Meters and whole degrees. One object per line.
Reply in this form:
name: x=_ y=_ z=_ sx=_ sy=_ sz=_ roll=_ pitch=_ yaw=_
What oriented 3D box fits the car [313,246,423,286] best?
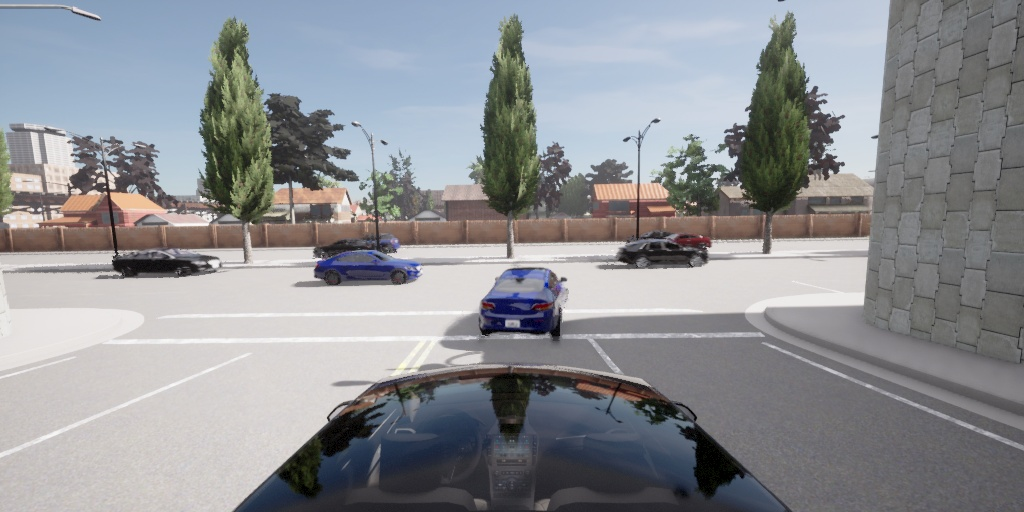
car: x=-6.438 y=0.476 z=16.215 sx=4.674 sy=1.442 sz=1.812 roll=-1 pitch=6 yaw=-1

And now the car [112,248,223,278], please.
car: x=-18.670 y=0.313 z=19.543 sx=4.902 sy=1.511 sz=2.128 roll=-1 pitch=6 yaw=-1

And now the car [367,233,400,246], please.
car: x=-12.184 y=-1.157 z=31.242 sx=4.553 sy=1.767 sz=2.097 roll=-1 pitch=6 yaw=-1

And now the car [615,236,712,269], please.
car: x=8.267 y=-0.159 z=19.865 sx=4.892 sy=1.490 sz=1.837 roll=-1 pitch=6 yaw=-1

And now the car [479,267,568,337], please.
car: x=0.443 y=1.010 z=9.473 sx=1.812 sy=1.442 sz=4.674 roll=0 pitch=5 yaw=11

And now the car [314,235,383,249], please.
car: x=-12.887 y=-0.608 z=27.771 sx=4.674 sy=1.442 sz=1.812 roll=-1 pitch=6 yaw=-1

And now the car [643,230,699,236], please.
car: x=13.131 y=-1.075 z=28.066 sx=4.674 sy=1.442 sz=1.812 roll=-1 pitch=6 yaw=-1
